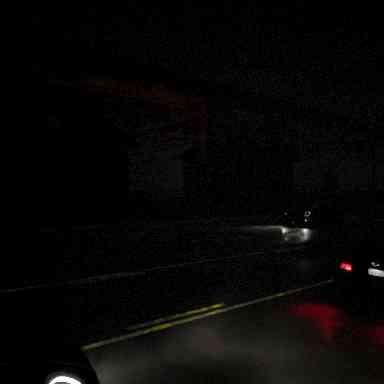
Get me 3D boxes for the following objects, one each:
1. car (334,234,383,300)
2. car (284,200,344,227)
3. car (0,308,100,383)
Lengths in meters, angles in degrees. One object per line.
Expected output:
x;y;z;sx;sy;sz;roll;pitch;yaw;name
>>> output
5.467;1.547;7.658;5.357;1.411;2.033;0;0;-36;car
8.355;1.381;22.740;4.553;1.767;2.097;0;0;-36;car
-2.769;1.352;1.753;4.553;1.767;2.097;0;0;-36;car
